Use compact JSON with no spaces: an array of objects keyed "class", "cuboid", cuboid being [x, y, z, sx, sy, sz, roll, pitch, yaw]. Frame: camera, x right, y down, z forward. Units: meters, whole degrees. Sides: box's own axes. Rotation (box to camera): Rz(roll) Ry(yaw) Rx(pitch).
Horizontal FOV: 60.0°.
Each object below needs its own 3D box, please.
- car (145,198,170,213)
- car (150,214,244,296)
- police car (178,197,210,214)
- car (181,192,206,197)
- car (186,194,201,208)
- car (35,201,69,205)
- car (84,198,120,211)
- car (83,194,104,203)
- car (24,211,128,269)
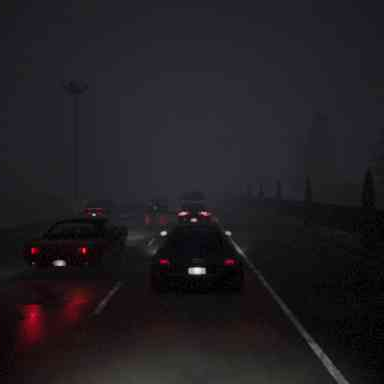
[{"class":"car","cuboid":[-3.357,1.273,32.760,1.812,1.442,4.674,0,0,0]},{"class":"car","cuboid":[0.106,1.497,8.505,1.994,1.385,4.181,0,0,0]},{"class":"police car","cuboid":[0.124,1.350,20.817,2.038,1.542,4.974,0,1,0]},{"class":"car","cuboid":[0.136,0.972,32.194,2.150,2.045,5.566,0,0,0]},{"class":"car","cuboid":[0.150,1.123,43.265,1.801,1.575,5.366,0,0,0]},{"class":"car","cuboid":[-14.067,1.288,33.665,2.033,1.411,5.357,0,0,0]},{"class":"car","cuboid":[-6.870,1.308,25.751,1.837,1.490,4.892,0,1,0]},{"class":"car","cuboid":[-17.483,1.090,59.449,2.033,1.411,5.357,0,0,1]},{"class":"car","cuboid":[-3.388,1.517,10.771,1.895,1.301,4.718,0,0,0]}]
